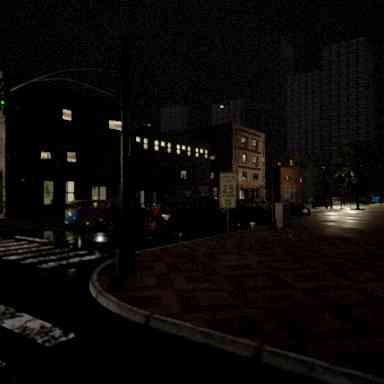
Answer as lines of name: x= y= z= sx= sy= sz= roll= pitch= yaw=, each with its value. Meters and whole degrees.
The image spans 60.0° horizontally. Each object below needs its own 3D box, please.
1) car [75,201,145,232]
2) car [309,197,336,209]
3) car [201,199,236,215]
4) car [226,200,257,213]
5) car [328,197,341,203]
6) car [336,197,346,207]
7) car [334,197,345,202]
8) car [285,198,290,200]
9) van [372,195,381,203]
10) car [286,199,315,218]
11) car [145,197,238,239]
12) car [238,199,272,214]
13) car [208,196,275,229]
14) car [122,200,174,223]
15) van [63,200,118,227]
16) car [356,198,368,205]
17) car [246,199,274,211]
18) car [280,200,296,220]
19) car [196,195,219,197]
car: x=-4.558 y=1.532 z=21.112 sx=1.882 sy=1.535 sz=5.008 roll=0 pitch=0 yaw=35
car: x=19.505 y=1.531 z=49.560 sx=2.097 sy=1.767 sz=4.553 roll=0 pitch=0 yaw=35
car: x=2.900 y=1.562 z=36.133 sx=1.967 sy=1.590 sz=4.097 roll=-1 pitch=-1 yaw=35
car: x=6.091 y=1.693 z=40.640 sx=2.008 sy=1.369 sz=4.403 roll=-1 pitch=-1 yaw=35
car: x=34.816 y=1.907 z=81.219 sx=2.008 sy=1.369 sz=4.403 roll=-1 pitch=-1 yaw=35
car: x=25.373 y=1.823 z=57.851 sx=1.895 sy=1.301 sz=4.718 roll=0 pitch=0 yaw=36
car: x=38.007 y=1.928 z=85.728 sx=1.887 sy=1.381 sz=4.507 roll=-1 pitch=-1 yaw=35
car: x=15.567 y=1.734 z=54.027 sx=1.752 sy=1.417 sz=4.829 roll=-1 pitch=-1 yaw=35
van: x=44.848 y=1.689 z=80.891 sx=1.690 sy=1.788 sz=3.998 roll=-1 pitch=-1 yaw=35
car: x=9.742 y=1.653 z=31.292 sx=1.947 sy=1.339 sz=4.313 roll=-1 pitch=-1 yaw=35
car: x=0.166 y=1.345 z=17.767 sx=2.192 sy=1.841 sz=5.009 roll=-1 pitch=0 yaw=35
car: x=7.181 y=1.603 z=37.673 sx=1.882 sy=1.535 sz=5.008 roll=0 pitch=0 yaw=36
car: x=3.357 y=1.363 z=22.276 sx=2.192 sy=1.841 sz=5.009 roll=-1 pitch=-1 yaw=35
car: x=-3.484 y=1.524 z=27.114 sx=1.967 sy=1.590 sz=4.097 roll=-1 pitch=0 yaw=35
van: x=-6.675 y=1.407 z=22.606 sx=1.690 sy=1.788 sz=3.998 roll=-1 pitch=0 yaw=35
car: x=32.083 y=1.797 z=62.853 sx=2.008 sy=1.369 sz=4.403 roll=-1 pitch=-1 yaw=35
car: x=9.283 y=1.715 z=45.149 sx=2.008 sy=1.369 sz=4.403 roll=-1 pitch=-1 yaw=35
car: x=6.550 y=1.612 z=26.783 sx=1.887 sy=1.381 sz=4.507 roll=-1 pitch=-1 yaw=35
car: x=1.142 y=1.309 z=29.161 sx=2.150 sy=2.045 sz=5.566 roll=0 pitch=0 yaw=35
